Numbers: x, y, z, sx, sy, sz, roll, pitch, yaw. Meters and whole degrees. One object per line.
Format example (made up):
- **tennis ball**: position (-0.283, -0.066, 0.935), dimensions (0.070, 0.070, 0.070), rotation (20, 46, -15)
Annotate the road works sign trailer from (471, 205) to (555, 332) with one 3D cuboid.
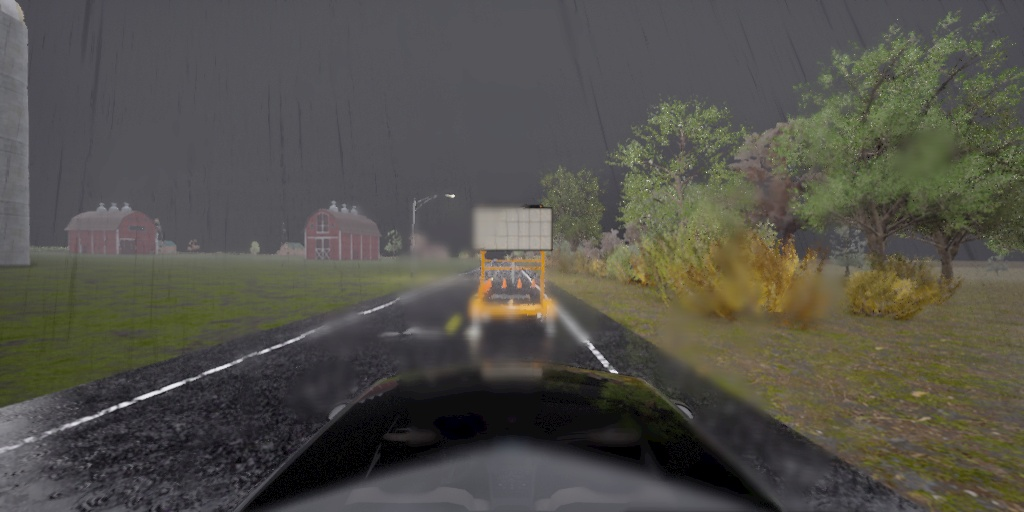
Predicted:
- **road works sign trailer**: position (0.030, 0.254, 10.951), dimensions (2.380, 3.560, 2.880), rotation (0, 0, 0)
